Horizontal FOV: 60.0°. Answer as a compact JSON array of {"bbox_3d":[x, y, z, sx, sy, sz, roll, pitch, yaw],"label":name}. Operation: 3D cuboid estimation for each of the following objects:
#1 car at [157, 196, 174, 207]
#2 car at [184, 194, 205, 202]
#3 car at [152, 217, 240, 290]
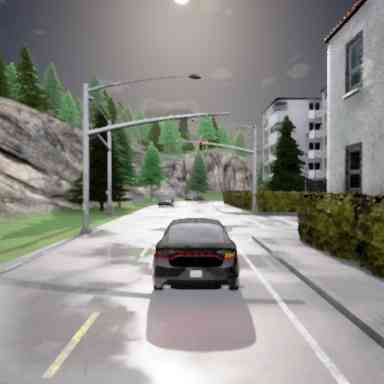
[{"bbox_3d":[-3.400,1.214,44.100,2.033,1.411,5.357,0,0,1],"label":"car"},{"bbox_3d":[0.546,1.081,61.695,2.033,1.411,5.357,0,0,28],"label":"car"},{"bbox_3d":[0.100,1.409,8.908,1.882,1.535,5.008,0,0,0],"label":"car"}]
